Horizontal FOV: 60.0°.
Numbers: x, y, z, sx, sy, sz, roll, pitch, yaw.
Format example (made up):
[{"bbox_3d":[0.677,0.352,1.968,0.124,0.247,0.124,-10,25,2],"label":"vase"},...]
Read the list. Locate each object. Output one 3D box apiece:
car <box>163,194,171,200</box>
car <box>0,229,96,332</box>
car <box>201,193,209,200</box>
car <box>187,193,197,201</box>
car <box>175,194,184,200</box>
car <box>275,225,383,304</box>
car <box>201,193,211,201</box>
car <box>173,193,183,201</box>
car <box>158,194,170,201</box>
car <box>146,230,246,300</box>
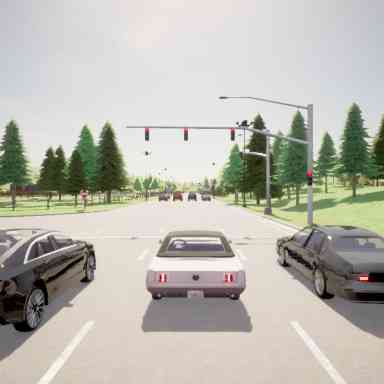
[{"bbox_3d":[-6.934,1.332,91.039,1.837,1.490,4.892,0,0,0],"label":"car"},{"bbox_3d":[-3.425,1.492,6.805,2.128,1.511,4.902,0,0,0],"label":"car"},{"bbox_3d":[3.566,1.187,91.002,2.097,1.767,4.553,0,0,0],"label":"car"},{"bbox_3d":[0.058,1.217,80.644,2.150,2.045,5.566,0,0,0],"label":"car"},{"bbox_3d":[-3.434,1.357,91.037,2.128,1.511,4.902,0,0,0],"label":"car"},{"bbox_3d":[3.586,1.547,8.369,2.033,1.411,5.357,0,0,0],"label":"car"},{"bbox_3d":[3.558,1.517,80.612,2.128,1.511,4.902,0,0,0],"label":"car"},{"bbox_3d":[-3.442,1.217,80.647,2.150,2.045,5.566,0,0,0],"label":"car"},{"bbox_3d":[-6.942,1.347,81.006,2.097,1.767,4.553,0,0,0],"label":"car"},{"bbox_3d":[0.085,1.601,8.343,1.895,1.301,4.718,0,0,0],"label":"car"}]
